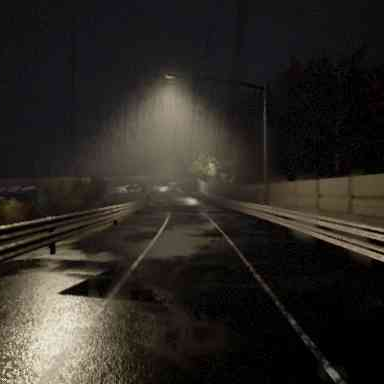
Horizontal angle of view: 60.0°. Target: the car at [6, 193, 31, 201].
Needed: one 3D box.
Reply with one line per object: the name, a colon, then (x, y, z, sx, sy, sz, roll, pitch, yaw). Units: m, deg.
car: (-36.014, 1.158, 69.252, 2.150, 2.045, 5.566, 1, 4, 15)
